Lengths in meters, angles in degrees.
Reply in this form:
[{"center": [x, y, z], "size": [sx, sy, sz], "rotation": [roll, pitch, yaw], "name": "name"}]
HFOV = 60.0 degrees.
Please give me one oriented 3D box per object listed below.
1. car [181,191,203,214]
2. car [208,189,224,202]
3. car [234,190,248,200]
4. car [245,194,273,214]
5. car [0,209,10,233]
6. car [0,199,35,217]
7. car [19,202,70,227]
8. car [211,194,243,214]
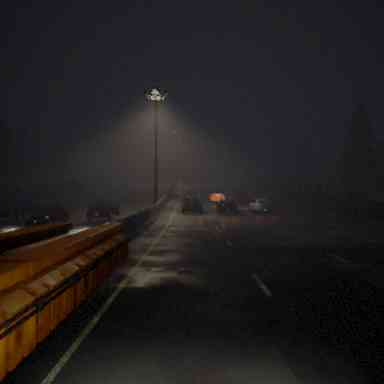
[{"center": [-0.007, 1.178, 34.375], "size": [2.097, 1.767, 4.553], "rotation": [0, 3, 0], "name": "car"}, {"center": [3.347, 0.336, 45.629], "size": [2.097, 1.767, 4.553], "rotation": [0, 5, 0], "name": "car"}, {"center": [6.846, 0.489, 45.884], "size": [1.812, 1.442, 4.674], "rotation": [0, 6, 0], "name": "car"}, {"center": [6.992, 1.365, 34.206], "size": [1.812, 1.442, 4.674], "rotation": [0, 3, 0], "name": "car"}, {"center": [-10.611, 1.697, 14.590], "size": [2.033, 1.411, 5.357], "rotation": [0, -1, 0], "name": "car"}, {"center": [-14.069, 1.312, 26.982], "size": [1.882, 1.535, 5.008], "rotation": [0, 1, 0], "name": "car"}, {"center": [-10.628, 1.683, 24.846], "size": [1.812, 1.442, 4.674], "rotation": [0, 1, 0], "name": "car"}, {"center": [3.492, 1.337, 34.082], "size": [2.128, 1.511, 4.902], "rotation": [0, 3, 0], "name": "car"}]
